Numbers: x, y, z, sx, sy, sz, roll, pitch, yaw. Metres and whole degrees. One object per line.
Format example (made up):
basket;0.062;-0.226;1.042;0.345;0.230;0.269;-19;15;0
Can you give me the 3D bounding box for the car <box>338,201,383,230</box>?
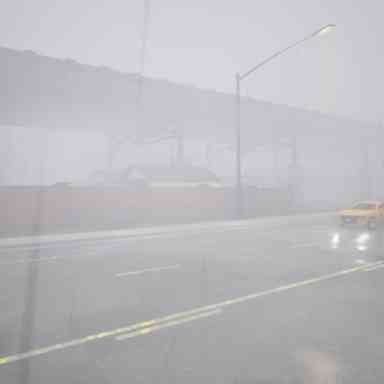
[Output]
car;10.886;1.311;20.273;5.008;1.535;1.882;-1;0;-35
